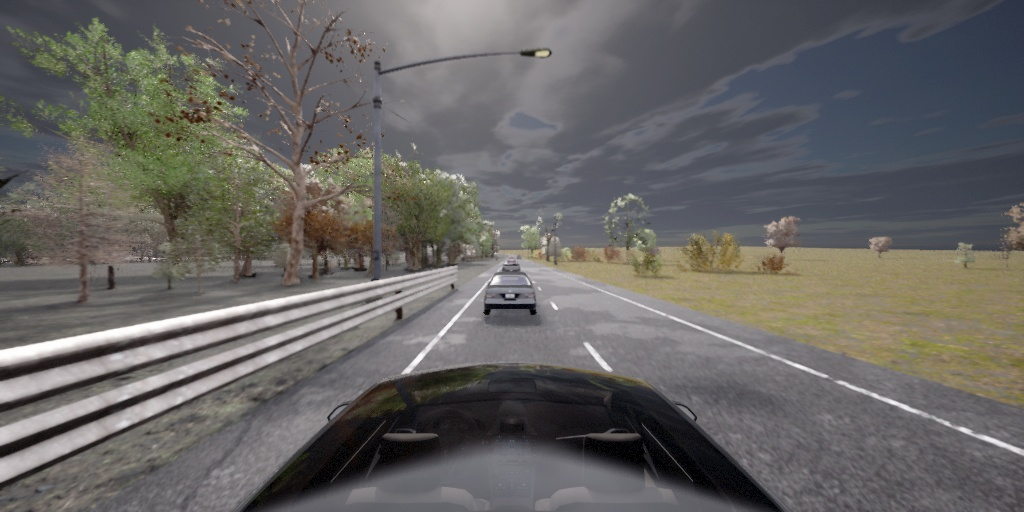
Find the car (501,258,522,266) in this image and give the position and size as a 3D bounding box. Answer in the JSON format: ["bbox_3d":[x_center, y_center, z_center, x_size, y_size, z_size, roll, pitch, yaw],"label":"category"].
[{"bbox_3d":[-0.060,1.221,37.734,2.128,1.511,4.902,0,0,0],"label":"car"}]

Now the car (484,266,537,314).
[{"bbox_3d":[-0.061,1.294,13.733,2.033,1.411,5.357,0,0,0],"label":"car"}]
